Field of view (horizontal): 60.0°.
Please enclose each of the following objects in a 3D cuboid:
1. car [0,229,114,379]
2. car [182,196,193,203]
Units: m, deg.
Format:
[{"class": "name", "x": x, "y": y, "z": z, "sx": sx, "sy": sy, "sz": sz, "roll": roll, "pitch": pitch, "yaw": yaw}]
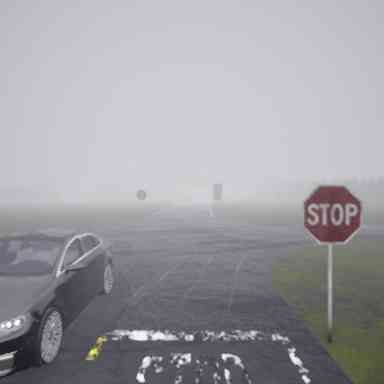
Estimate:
[{"class": "car", "x": -2.713, "y": 1.475, "z": 5.820, "sx": 2.128, "sy": 1.511, "sz": 4.902, "roll": 0, "pitch": 0, "yaw": 0}, {"class": "car", "x": -0.807, "y": 1.336, "z": 64.246, "sx": 1.895, "sy": 1.301, "sz": 4.718, "roll": 0, "pitch": 0, "yaw": 4}]
